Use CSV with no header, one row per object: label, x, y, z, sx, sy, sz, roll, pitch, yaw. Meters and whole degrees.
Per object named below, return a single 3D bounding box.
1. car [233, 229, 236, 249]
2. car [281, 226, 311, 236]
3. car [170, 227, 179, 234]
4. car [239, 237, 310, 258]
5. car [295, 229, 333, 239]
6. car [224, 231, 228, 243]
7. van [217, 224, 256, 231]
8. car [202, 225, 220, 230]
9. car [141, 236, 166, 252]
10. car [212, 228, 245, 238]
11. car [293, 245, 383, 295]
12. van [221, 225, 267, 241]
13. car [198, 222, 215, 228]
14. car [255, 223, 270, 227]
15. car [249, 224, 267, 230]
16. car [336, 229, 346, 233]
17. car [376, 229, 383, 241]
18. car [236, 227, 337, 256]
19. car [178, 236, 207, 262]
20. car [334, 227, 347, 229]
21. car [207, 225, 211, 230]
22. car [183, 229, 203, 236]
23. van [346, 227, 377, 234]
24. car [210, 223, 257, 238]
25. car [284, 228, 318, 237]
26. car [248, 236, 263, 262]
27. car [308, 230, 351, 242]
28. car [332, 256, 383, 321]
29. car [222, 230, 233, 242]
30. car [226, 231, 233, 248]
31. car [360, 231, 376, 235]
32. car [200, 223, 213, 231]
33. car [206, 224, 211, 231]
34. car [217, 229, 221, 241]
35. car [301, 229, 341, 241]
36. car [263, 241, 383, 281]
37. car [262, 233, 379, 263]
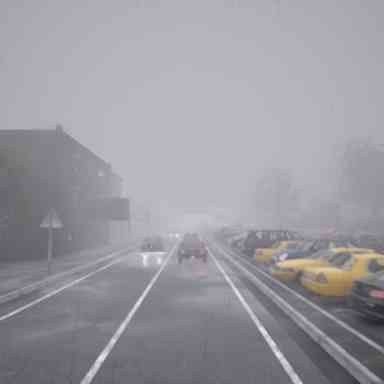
car,6.012,4.188,27.506,4.553,1.767,2.185,0,-6,0
car,18.281,6.871,58.626,4.553,1.767,2.185,0,-5,0
car,-3.816,8.252,71.371,1.895,1.301,4.718,0,-5,-1
car,6.005,4.075,24.678,4.674,1.452,2.002,0,-6,0
car,18.384,6.314,50.172,4.892,1.521,2.231,0,-5,0
car,5.933,4.908,33.113,4.674,1.452,2.002,0,-6,0
van,5.962,5.630,44.417,4.442,1.987,1.878,0,-5,0
car,5.222,9.941,92.762,4.792,1.488,2.163,0,-5,-1
car,-3.464,4.686,30.433,1.994,1.385,4.181,0,-5,0
car,5.773,6.539,52.847,5.008,1.535,2.097,0,-5,0
car,6.300,2.644,10.623,5.366,1.575,1.946,0,-6,0
van,6.006,5.180,38.905,4.442,1.987,1.878,0,-5,0
car,5.037,9.689,89.988,5.366,1.575,1.946,0,-5,-1
car,18.300,9.349,87.359,4.553,1.767,2.185,0,-5,-1
car,18.302,9.798,93.038,4.553,1.767,2.185,0,-5,-1
car,18.458,5.407,39.028,5.008,1.535,2.097,0,-4,0
car,18.518,4.205,27.787,4.553,1.767,2.185,0,-6,0
car,6.053,3.508,21.895,5.566,2.045,2.435,0,-6,0
car,0.036,4.019,23.098,1.895,1.301,4.718,0,-5,0
car,18.414,5.389,41.874,5.566,2.045,2.435,0,-5,0
car,5.713,7.263,61.293,4.674,1.452,2.002,0,-5,0
car,-0.096,5.531,40.508,2.128,1.511,4.902,0,-5,-1
van,18.388,4.648,33.293,4.442,1.987,1.878,0,-6,0
car,5.795,5.832,47.234,5.566,2.045,2.435,0,-5,0
car,18.328,6.779,55.925,5.008,1.535,2.097,0,-5,0
car,6.233,3.477,19.059,5.366,1.575,1.946,0,-6,0
car,18.391,5.897,44.665,4.792,1.488,2.163,0,-5,0
car,6.135,2.410,7.806,4.674,1.452,2.002,0,-6,0
car,5.916,5.182,35.935,4.674,1.452,2.002,0,-6,0
car,5.953,4.590,30.305,5.008,1.535,2.097,0,-6,0
car,18.560,4.624,30.457,4.792,1.488,2.163,0,-6,0
car,5.265,9.525,87.354,4.674,1.452,2.002,1,-5,0
car,5.717,7.480,64.112,4.792,1.488,2.163,0,-5,0
car,5.871,5.667,41.579,4.674,1.452,2.002,0,-5,0
car,18.369,6.125,47.480,4.792,1.488,2.163,0,-5,0
car,5.907,2.922,13.433,5.366,1.575,1.946,0,-6,0
car,6.101,3.078,16.258,4.553,1.767,2.185,0,-6,0
